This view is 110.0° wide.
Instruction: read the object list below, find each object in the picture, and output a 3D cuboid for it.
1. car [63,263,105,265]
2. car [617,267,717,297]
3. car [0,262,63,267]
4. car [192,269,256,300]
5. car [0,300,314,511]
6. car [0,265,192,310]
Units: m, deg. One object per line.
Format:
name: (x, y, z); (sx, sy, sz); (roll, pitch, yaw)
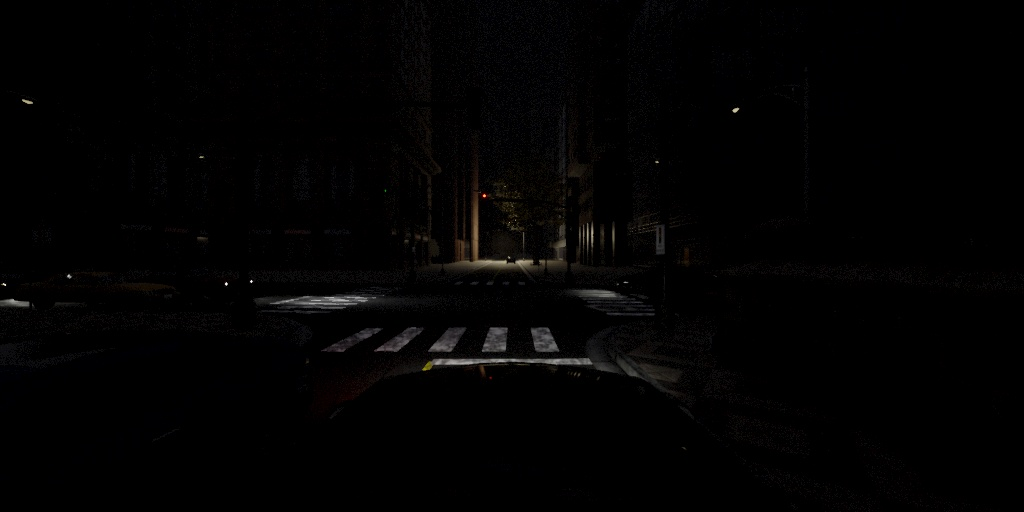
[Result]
car: (-26.358, 1.064, 21.645); (4.313, 1.339, 1.948); (0, 0, 0)
car: (8.123, 1.310, 19.093); (4.892, 1.490, 1.837); (0, 0, 5)
car: (-23.846, 1.075, 15.774); (5.357, 1.411, 2.033); (1, 0, 0)
car: (-14.102, 1.231, 15.741); (4.718, 1.301, 1.895); (1, 0, 0)
car: (-3.004, 1.276, 1.970); (1.812, 1.442, 4.674); (0, 0, 1)
car: (-14.965, 1.146, 13.083); (4.829, 1.417, 1.751); (0, 0, 0)
